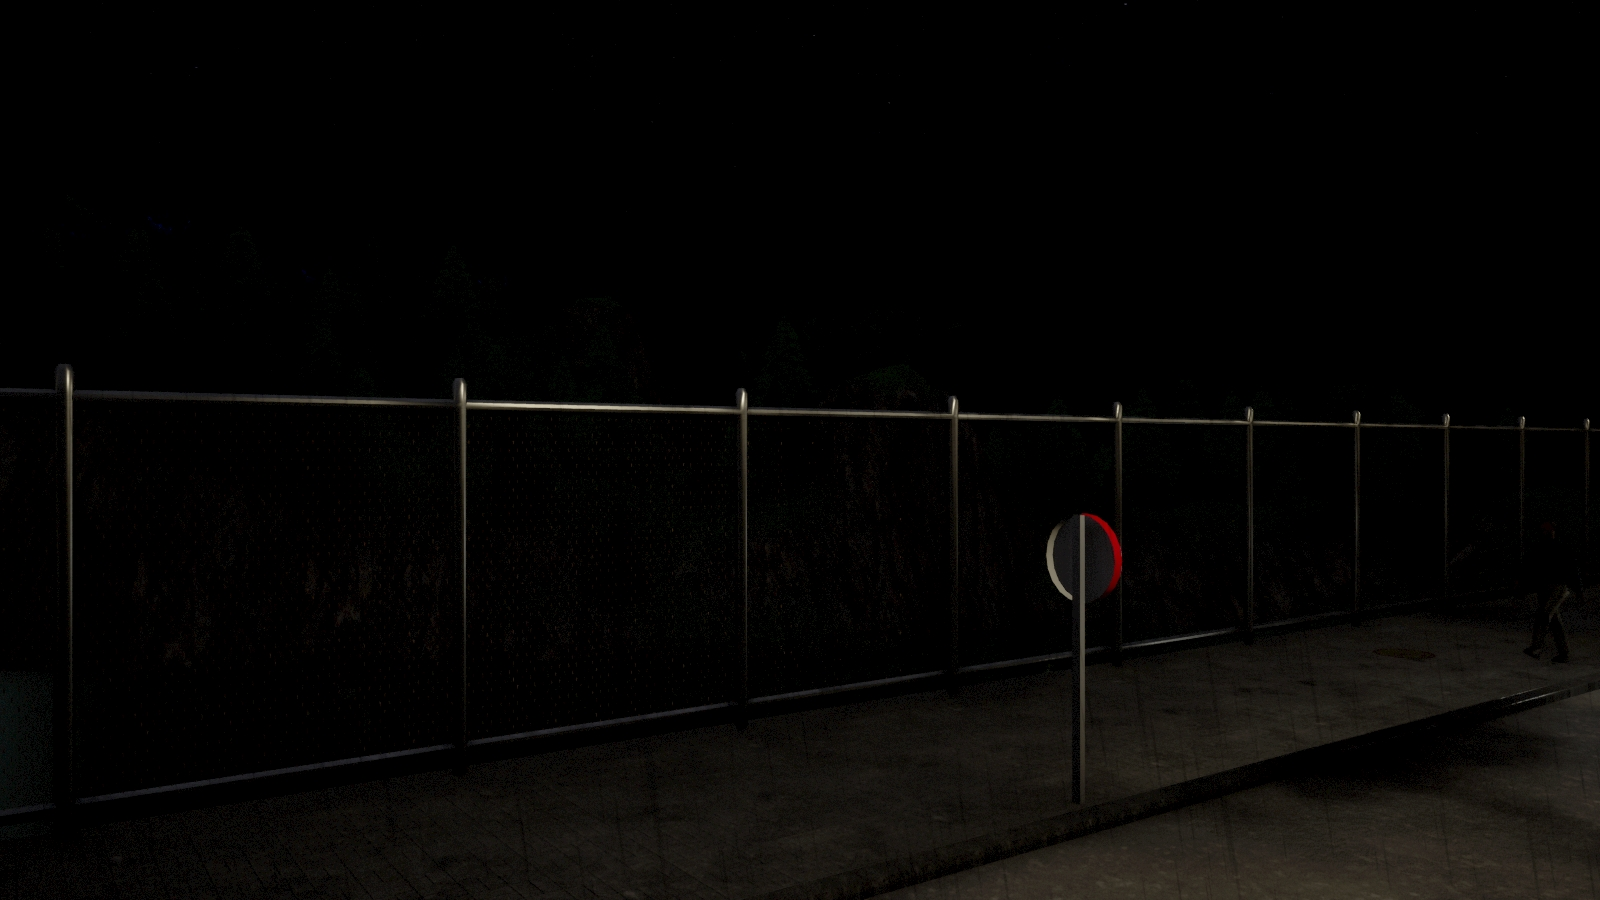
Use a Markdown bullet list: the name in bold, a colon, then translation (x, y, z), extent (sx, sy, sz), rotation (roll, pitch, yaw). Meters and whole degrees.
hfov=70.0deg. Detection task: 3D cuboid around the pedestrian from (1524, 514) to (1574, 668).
- **pedestrian**: translation (9.305, 1.738, 14.196), extent (0.375, 1.860, 0.375), rotation (0, 0, -19)
